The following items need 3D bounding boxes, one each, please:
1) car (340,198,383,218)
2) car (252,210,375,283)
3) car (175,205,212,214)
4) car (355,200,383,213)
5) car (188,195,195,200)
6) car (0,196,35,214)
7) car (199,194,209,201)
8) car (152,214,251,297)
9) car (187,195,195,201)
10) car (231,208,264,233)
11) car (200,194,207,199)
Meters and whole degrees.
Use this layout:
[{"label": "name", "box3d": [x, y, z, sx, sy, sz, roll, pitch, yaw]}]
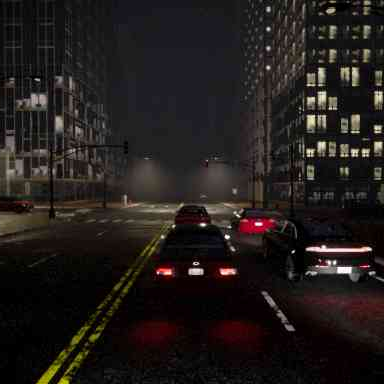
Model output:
[{"label": "car", "box3d": [16.139, 1.519, 30.217, 5.009, 1.841, 2.192, 1, 0, 1]}, {"label": "car", "box3d": [3.329, 1.487, 9.669, 2.128, 1.511, 4.902, 0, 0, 0]}, {"label": "car", "box3d": [0.066, 1.468, 18.576, 1.882, 1.535, 5.008, 0, 0, 1]}, {"label": "car", "box3d": [21.730, 1.643, 38.515, 4.829, 1.417, 1.752, 1, 0, 1]}, {"label": "car", "box3d": [-0.194, 1.459, 92.857, 1.994, 1.385, 4.181, 0, 0, 0]}, {"label": "car", "box3d": [-18.277, 1.206, 33.292, 4.553, 1.767, 2.097, 1, 1, 1]}, {"label": "car", "box3d": [3.081, 1.513, 81.425, 1.895, 1.301, 4.718, 0, 0, 0]}, {"label": "car", "box3d": [0.083, 1.544, 8.755, 2.033, 1.411, 5.357, 0, 0, 0]}, {"label": "car", "box3d": [-0.172, 1.519, 82.767, 1.895, 1.301, 4.718, 0, 0, 0]}, {"label": "car", "box3d": [3.311, 1.554, 18.470, 1.994, 1.385, 4.181, 0, 0, 0]}, {"label": "car", "box3d": [3.060, 1.266, 91.397, 1.812, 1.442, 4.674, 0, 0, 0]}]
